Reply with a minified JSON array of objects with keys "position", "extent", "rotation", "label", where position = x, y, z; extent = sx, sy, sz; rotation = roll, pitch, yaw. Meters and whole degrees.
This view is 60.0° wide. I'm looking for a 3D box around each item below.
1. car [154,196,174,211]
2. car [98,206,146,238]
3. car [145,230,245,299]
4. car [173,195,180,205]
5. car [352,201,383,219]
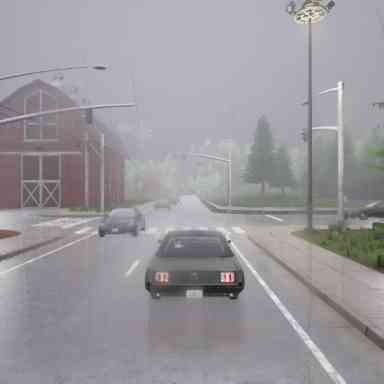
[{"position":[-3.602,1.525,41.705],"extent":[1.812,1.442,4.674],"rotation":[0,0,0],"label":"car"},{"position":[-3.601,1.519,17.883],"extent":[1.812,1.442,4.674],"rotation":[0,0,0],"label":"car"},{"position":[0.066,1.601,8.378],"extent":[1.895,1.301,4.718],"rotation":[0,0,0],"label":"car"},{"position":[-3.588,1.562,57.148],"extent":[1.994,1.385,4.181],"rotation":[0,0,0],"label":"car"},{"position":[15.113,1.499,27.170],"extent":[4.674,1.442,1.812],"rotation":[0,0,-1],"label":"car"}]
